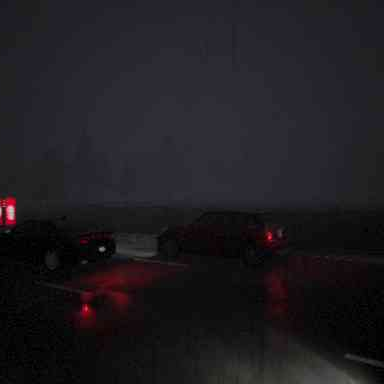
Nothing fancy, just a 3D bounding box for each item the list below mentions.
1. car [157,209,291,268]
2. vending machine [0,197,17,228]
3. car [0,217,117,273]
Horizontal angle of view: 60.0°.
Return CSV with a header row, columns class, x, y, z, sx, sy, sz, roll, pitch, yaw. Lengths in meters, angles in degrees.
class,x,y,z,sx,sy,sz,roll,pitch,yaw
car,0.982,1.376,11.583,4.553,1.767,2.097,-1,0,32
vending machine,-13.206,1.406,23.600,0.880,2.100,1.100,-1,0,23
car,-4.779,1.560,11.003,5.008,1.535,1.882,-1,-1,30
